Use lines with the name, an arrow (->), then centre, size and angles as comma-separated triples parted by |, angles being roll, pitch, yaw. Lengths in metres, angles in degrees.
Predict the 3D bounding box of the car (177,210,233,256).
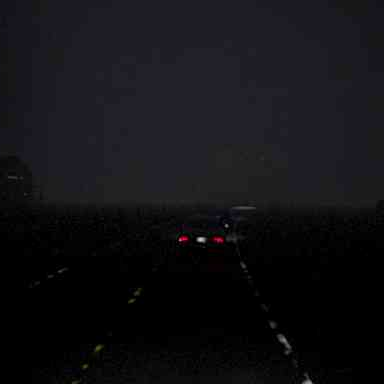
car -> 0.506, 1.704, 13.822 | 2.033, 1.411, 5.357 | 0, -1, 5

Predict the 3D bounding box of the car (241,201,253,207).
car -> 11.790, 2.518, 71.263 | 1.895, 1.301, 4.718 | 0, -1, 18

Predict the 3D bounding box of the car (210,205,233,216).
car -> 2.542, 1.828, 29.032 | 1.882, 1.535, 5.008 | 0, 0, 11
